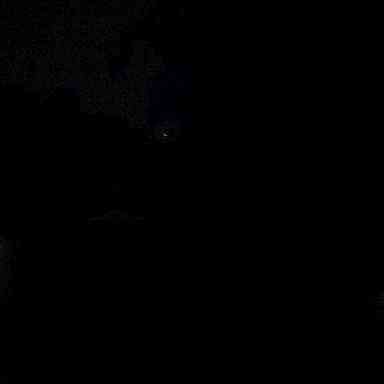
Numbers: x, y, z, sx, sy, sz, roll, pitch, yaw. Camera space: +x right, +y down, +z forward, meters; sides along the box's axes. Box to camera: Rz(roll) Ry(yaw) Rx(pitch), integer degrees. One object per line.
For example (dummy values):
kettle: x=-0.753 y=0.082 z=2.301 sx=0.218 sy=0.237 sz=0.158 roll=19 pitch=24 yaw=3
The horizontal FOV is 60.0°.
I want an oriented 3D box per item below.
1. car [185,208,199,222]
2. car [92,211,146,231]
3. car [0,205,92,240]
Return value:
car: x=1.056 y=2.198 z=32.562 sx=1.947 sy=1.339 sz=4.313 roll=-1 pitch=-2 yaw=36
car: x=-5.317 y=1.957 z=23.695 sx=1.752 sy=1.417 sz=4.829 roll=-1 pitch=-2 yaw=36
car: x=-8.652 y=1.642 z=19.060 sx=2.192 sy=1.841 sz=5.009 roll=-1 pitch=-2 yaw=36
